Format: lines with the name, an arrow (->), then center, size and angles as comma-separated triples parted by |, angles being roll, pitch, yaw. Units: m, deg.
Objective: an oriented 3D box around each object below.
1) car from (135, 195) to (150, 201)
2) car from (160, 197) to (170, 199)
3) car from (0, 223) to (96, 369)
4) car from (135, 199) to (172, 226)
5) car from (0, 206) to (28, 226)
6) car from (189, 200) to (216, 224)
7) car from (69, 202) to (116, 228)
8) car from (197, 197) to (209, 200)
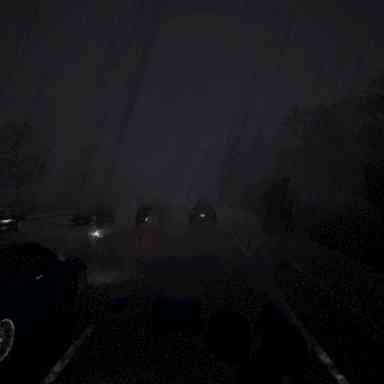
car -> -8.690, 1.365, 58.852 | 2.097, 1.767, 4.553 | 0, 0, 3
car -> -5.021, 1.581, 63.282 | 1.994, 1.385, 4.181 | 0, 0, 3
car -> -3.285, 1.524, 5.553 | 1.812, 1.442, 4.674 | 0, 0, 1
car -> -2.759, 1.512, 23.617 | 1.837, 1.490, 4.892 | 0, 0, 2
car -> -10.201, 1.486, 16.764 | 2.128, 1.511, 4.902 | 0, 0, 2
car -> 0.783, 1.576, 24.767 | 1.994, 1.385, 4.181 | 0, 0, 2
car -> -6.513, 1.479, 22.219 | 1.882, 1.535, 5.008 | 0, 0, 2
car -> 1.386, 1.371, 42.290 | 2.097, 1.767, 4.553 | 0, 0, 2
